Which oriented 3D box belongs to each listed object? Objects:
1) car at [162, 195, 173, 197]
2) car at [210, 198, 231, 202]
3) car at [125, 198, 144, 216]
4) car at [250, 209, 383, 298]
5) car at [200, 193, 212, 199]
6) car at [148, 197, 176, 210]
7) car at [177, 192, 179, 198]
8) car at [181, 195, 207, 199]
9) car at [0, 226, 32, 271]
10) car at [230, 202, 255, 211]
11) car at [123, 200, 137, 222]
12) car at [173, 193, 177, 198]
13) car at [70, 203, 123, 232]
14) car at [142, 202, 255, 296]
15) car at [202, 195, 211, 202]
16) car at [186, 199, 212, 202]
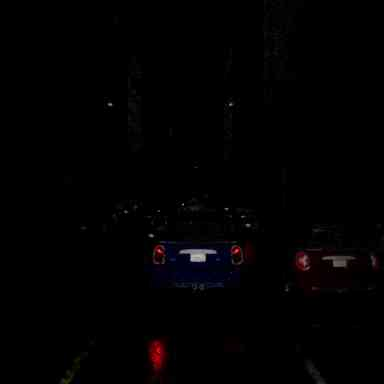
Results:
[{"bbox_3d":[-5.415,1.375,67.541,1.802,1.307,4.206,0,0,0],"label":"car"},{"bbox_3d":[2.953,1.456,30.410,1.947,1.339,4.313,0,0,0],"label":"car"},{"bbox_3d":[-5.573,1.330,30.438,1.967,1.590,4.097,0,0,0],"label":"car"},{"bbox_3d":[2.880,1.408,8.404,1.967,1.590,4.097,0,0,0],"label":"car"},{"bbox_3d":[3.110,1.234,67.499,1.967,1.590,4.097,0,0,0],"label":"car"},{"bbox_3d":[-2.900,1.489,31.204,1.994,1.385,4.181,0,0,0],"label":"car"},{"bbox_3d":[-5.277,1.288,94.413,1.752,1.417,4.829,0,0,0],"label":"car"},{"bbox_3d":[0.095,1.351,29.284,1.801,1.575,5.366,0,0,0],"label":"car"},{"bbox_3d":[-5.645,1.550,8.433,1.802,1.307,4.206,0,0,0],"label":"car"},{"bbox_3d":[2.916,1.479,19.407,2.008,1.369,4.403,0,0,0],"label":"car"},{"bbox_3d":[-5.591,1.491,24.937,1.802,1.307,4.206,0,0,0],"label":"car"},{"bbox_3d":[-5.359,1.326,78.358,2.008,1.369,4.403,0,0,0],"label":"car"},{"bbox_3d":[-5.609,1.494,19.436,1.947,1.339,4.313,0,0,0],"label":"car"},{"bbox_3d":[0.126,1.319,8.741,2.097,1.767,4.553,0,0,0],"label":"car"},{"bbox_3d":[3.138,1.308,73.079,1.752,1.417,4.829,0,0,0],"label":"car"},{"bbox_3d":[0.158,1.407,19.259,1.882,1.535,5.008,0,0,0],"label":"car"}]
